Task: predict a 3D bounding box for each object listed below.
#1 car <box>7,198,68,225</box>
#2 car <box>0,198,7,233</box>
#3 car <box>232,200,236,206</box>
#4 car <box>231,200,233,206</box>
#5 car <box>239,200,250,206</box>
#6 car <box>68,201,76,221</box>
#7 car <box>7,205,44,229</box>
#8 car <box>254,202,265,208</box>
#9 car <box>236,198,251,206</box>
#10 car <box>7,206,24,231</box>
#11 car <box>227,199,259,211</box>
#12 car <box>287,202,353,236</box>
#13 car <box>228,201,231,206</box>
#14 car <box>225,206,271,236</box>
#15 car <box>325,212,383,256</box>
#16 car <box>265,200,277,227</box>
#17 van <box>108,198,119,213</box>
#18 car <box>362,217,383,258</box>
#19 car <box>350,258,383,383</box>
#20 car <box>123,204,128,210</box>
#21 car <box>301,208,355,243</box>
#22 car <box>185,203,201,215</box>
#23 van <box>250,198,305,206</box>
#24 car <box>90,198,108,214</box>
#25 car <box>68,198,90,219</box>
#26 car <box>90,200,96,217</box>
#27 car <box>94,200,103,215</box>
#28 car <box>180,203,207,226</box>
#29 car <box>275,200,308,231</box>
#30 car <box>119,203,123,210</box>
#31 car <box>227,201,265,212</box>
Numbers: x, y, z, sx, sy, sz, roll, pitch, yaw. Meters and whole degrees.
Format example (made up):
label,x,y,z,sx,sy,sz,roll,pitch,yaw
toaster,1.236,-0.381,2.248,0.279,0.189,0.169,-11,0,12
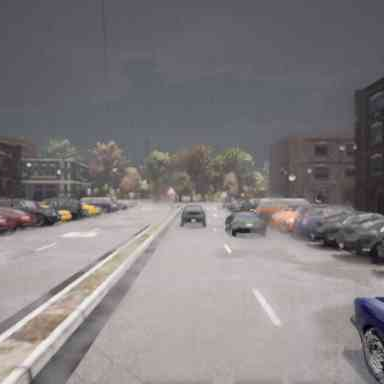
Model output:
label,x,y,z,sx,sy,sz,roll,pitch,yaw
car,-12.499,1.490,24.298,5.566,2.045,2.435,0,-1,0
car,-12.565,1.387,16.087,5.566,2.045,2.435,0,-1,0
car,7.656,1.938,39.210,4.892,1.521,2.231,0,-1,0
car,7.619,1.843,41.973,4.553,1.767,2.185,0,-1,0
car,7.462,1.826,30.940,5.366,1.575,1.946,0,-1,0
car,-12.710,1.776,27.200,5.366,1.575,1.946,0,-1,0
car,-12.528,1.746,21.577,4.674,1.452,2.002,0,-1,0
car,7.652,1.759,25.425,5.008,1.535,2.097,0,-1,0
car,7.677,1.614,33.700,5.566,2.045,2.435,0,-1,0
car,-12.531,1.712,18.862,4.674,1.452,2.002,0,-1,0
car,7.622,1.926,50.249,4.553,1.767,2.185,0,0,0
car,7.613,1.533,17.155,4.553,1.767,2.185,0,-1,0
car,7.649,2.038,44.729,4.674,1.452,2.002,0,-1,0
car,3.105,1.774,19.907,1.994,1.385,4.181,0,-1,0
car,7.636,1.598,11.640,4.892,1.521,2.231,0,-1,0
car,7.676,1.598,22.670,4.553,1.767,2.185,0,-1,0
van,-12.391,1.773,43.753,4.442,1.987,1.878,0,-1,0
car,7.635,1.569,8.883,4.892,1.521,2.231,0,-1,0
car,3.100,1.625,2.458,1.895,1.301,4.718,0,-1,0
car,-12.469,2.100,52.094,4.792,1.488,2.163,0,0,0
car,7.637,1.629,14.397,4.892,1.521,2.231,0,-1,0
car,0.111,2.087,41.775,1.895,1.301,4.718,0,-1,0
van,7.530,1.568,28.185,4.442,1.987,1.878,0,-1,0
car,-12.544,1.805,38.317,4.553,1.767,2.185,0,-1,0
car,-12.551,1.566,29.983,5.566,2.045,2.435,0,-1,0
car,-12.525,1.856,32.757,4.892,1.521,2.231,0,-1,0
car,-12.511,1.891,35.411,5.008,1.535,2.097,0,-1,0
car,0.107,1.787,25.767,1.837,1.490,4.892,0,-1,0
car,7.676,1.565,19.913,4.553,1.767,2.185,0,-1,0
car,-12.536,1.902,46.660,4.553,1.767,2.185,0,-1,0
car,7.658,2.027,47.485,5.008,1.535,2.097,0,0,0
